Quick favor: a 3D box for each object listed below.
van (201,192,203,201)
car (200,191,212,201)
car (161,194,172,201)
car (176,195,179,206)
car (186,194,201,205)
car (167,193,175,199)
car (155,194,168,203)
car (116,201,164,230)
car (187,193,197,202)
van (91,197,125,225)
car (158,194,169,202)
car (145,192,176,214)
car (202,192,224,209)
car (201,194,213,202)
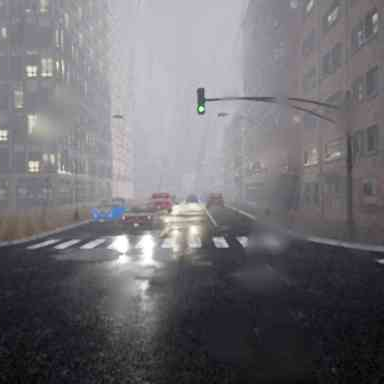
[{"bbox_3d":[2.715,0.923,56.396,1.690,1.788,3.998,-1,0,0],"label":"van"},{"bbox_3d":[2.724,0.835,67.497,2.192,1.841,5.009,-1,0,0],"label":"car"},{"bbox_3d":[-5.646,1.190,73.057,2.008,1.369,4.403,-1,0,0],"label":"car"},{"bbox_3d":[-3.024,1.077,49.463,2.097,1.767,4.553,-1,0,1],"label":"car"},{"bbox_3d":[0.029,1.132,52.172,1.882,1.535,5.008,-1,0,0],"label":"car"},{"bbox_3d":[-5.632,1.099,89.708,2.008,1.369,4.403,-1,0,0],"label":"car"},{"bbox_3d":[-5.657,1.141,61.954,1.967,1.590,4.097,-1,0,0],"label":"car"},{"bbox_3d":[-3.092,1.498,20.624,1.895,1.301,4.718,-1,0,0],"label":"car"},{"bbox_3d":[0.037,1.073,62.594,1.882,1.535,5.008,-1,0,0],"label":"car"},{"bbox_3d":[-5.691,1.270,23.098,1.690,1.788,3.998,-1,0,0],"label":"van"},{"bbox_3d":[-5.651,1.196,67.335,1.752,1.417,4.829,-1,0,0],"label":"car"},{"bbox_3d":[-3.077,1.045,33.220,2.150,2.045,5.566,-1,0,0],"label":"car"},{"bbox_3d":[2.701,0.994,39.744,2.192,1.841,5.009,-1,0,0],"label":"car"},{"bbox_3d":[2.724,1.101,61.948,2.008,1.369,4.403,-1,0,0],"label":"car"}]
